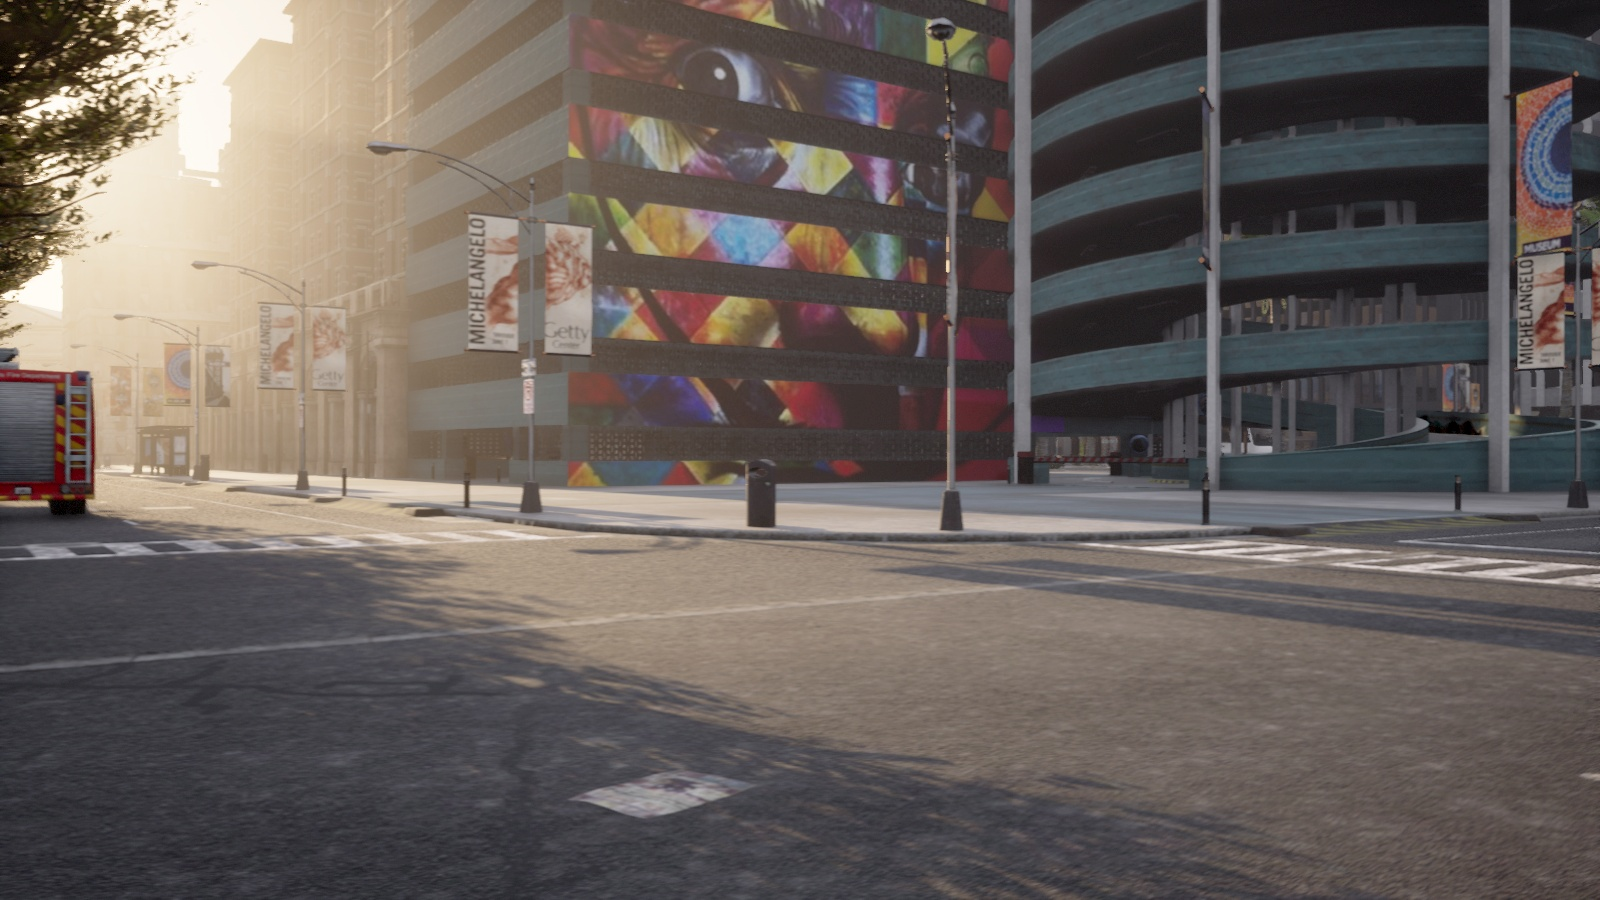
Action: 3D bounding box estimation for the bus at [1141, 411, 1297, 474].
[{"bbox_3d":[29.806,-0.474,89.956,3.944,4.253,10.273,0,0,-35],"label":"bus"}]

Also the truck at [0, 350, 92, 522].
[{"bbox_3d":[-19.979,-0.300,31.651,2.891,3.827,8.468,0,0,-35],"label":"truck"}]
